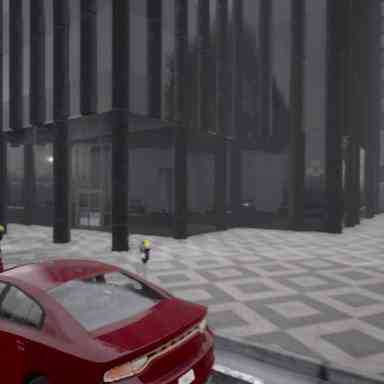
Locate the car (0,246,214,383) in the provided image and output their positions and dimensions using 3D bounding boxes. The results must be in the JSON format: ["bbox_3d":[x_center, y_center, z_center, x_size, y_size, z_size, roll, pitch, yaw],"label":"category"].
[{"bbox_3d":[-1.879,1.564,4.283,4.507,1.381,1.887,-1,1,35],"label":"car"}]
